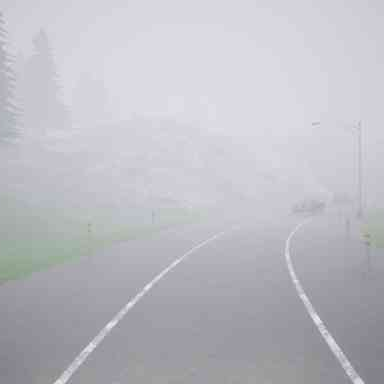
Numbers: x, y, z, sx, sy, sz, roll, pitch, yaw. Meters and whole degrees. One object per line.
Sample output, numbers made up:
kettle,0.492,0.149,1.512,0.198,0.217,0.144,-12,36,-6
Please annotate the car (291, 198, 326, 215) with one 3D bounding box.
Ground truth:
car,10.801,1.254,30.691,2.033,1.411,5.357,0,2,36

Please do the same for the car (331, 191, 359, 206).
car,18.754,0.626,40.625,2.097,1.767,4.553,0,3,41
